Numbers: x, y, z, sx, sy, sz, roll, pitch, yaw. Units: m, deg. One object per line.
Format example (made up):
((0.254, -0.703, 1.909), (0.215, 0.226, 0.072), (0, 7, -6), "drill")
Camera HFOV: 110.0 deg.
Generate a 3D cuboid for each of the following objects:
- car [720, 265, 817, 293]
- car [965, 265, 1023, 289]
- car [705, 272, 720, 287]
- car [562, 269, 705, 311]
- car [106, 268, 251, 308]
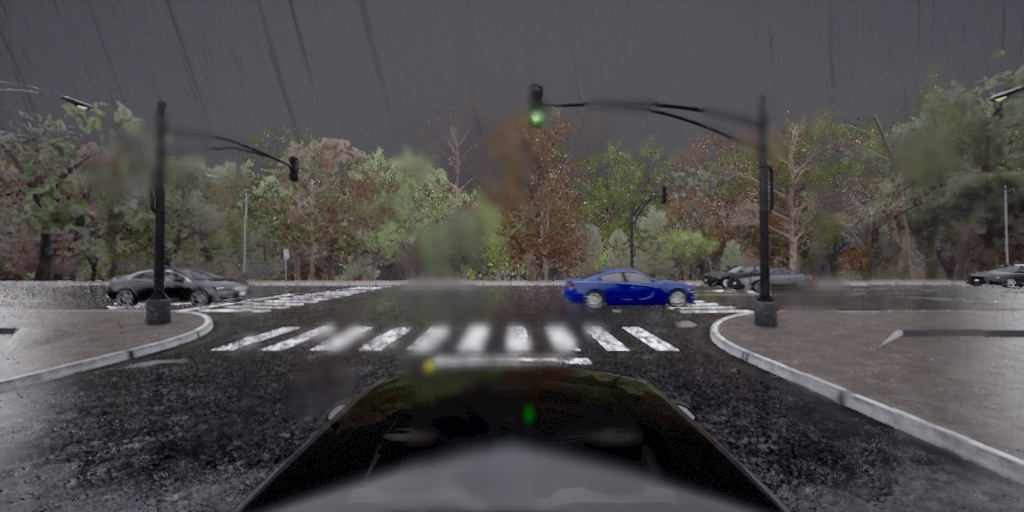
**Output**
((14.785, 1.371, 20.550), (4.181, 1.385, 1.994), (0, -1, 1), "car")
((32.884, 1.343, 23.464), (4.892, 1.490, 1.837), (0, -1, 1), "car")
((15.378, 1.337, 23.793), (5.008, 1.535, 1.882), (0, -1, 1), "car")
((4.502, 1.254, 14.132), (5.008, 1.535, 1.882), (-1, -1, 1), "car")
((-13.262, 1.244, 14.464), (4.902, 1.511, 2.128), (0, -1, 1), "car")
